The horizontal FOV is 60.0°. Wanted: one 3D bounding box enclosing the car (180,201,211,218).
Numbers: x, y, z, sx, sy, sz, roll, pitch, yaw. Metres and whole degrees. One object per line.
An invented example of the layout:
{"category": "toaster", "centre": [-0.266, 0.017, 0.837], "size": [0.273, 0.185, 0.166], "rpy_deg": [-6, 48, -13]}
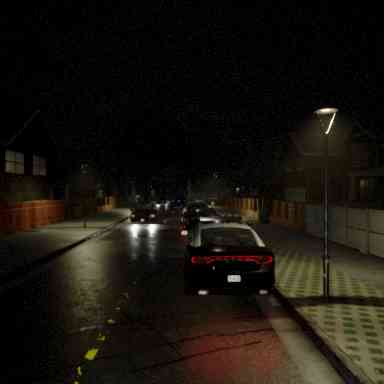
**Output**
{"category": "car", "centre": [0.454, 1.490, 18.769], "size": [1.882, 1.535, 5.008], "rpy_deg": [0, 0, -2]}

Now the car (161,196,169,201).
{"category": "car", "centre": [-7.204, 1.696, 89.137], "size": [1.812, 1.442, 4.674], "rpy_deg": [0, 0, -3]}

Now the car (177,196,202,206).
{"category": "car", "centre": [0.177, 1.376, 24.762], "size": [2.097, 1.767, 4.553], "rpy_deg": [0, 0, -3]}

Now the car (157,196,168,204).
{"category": "car", "centre": [-5.868, 1.656, 66.083], "size": [1.812, 1.442, 4.674], "rpy_deg": [0, 0, -3]}

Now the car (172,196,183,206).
{"category": "car", "centre": [-2.670, 1.593, 60.100], "size": [1.882, 1.535, 5.008], "rpy_deg": [0, 0, -3]}

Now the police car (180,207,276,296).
{"category": "police car", "centre": [0.745, 1.426, 8.835], "size": [1.930, 1.638, 5.238], "rpy_deg": [0, 0, -1]}

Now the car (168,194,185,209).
{"category": "car", "centre": [-1.833, 1.304, 45.804], "size": [2.150, 2.045, 5.566], "rpy_deg": [0, 0, -3]}

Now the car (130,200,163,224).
{"category": "car", "centre": [-3.564, 1.578, 25.627], "size": [2.033, 1.411, 5.357], "rpy_deg": [0, 0, -3]}
